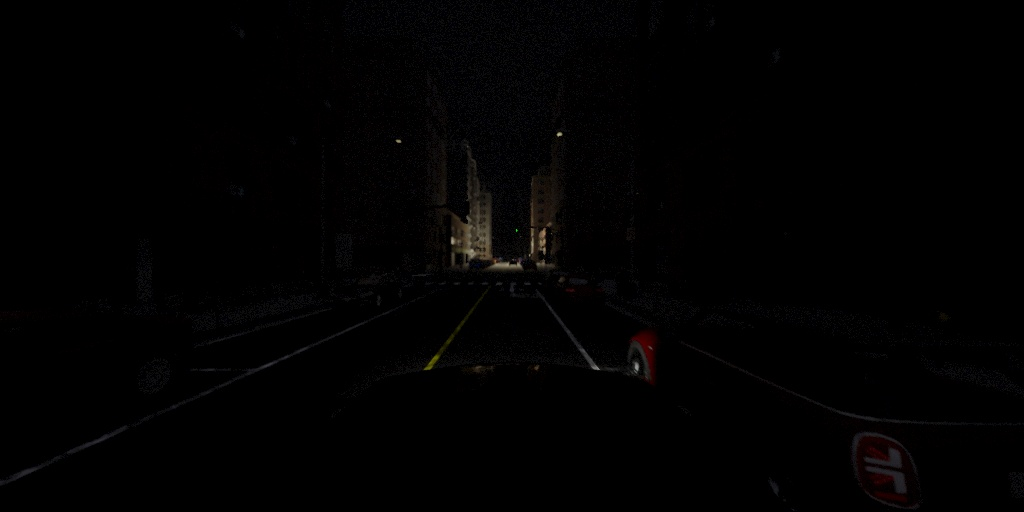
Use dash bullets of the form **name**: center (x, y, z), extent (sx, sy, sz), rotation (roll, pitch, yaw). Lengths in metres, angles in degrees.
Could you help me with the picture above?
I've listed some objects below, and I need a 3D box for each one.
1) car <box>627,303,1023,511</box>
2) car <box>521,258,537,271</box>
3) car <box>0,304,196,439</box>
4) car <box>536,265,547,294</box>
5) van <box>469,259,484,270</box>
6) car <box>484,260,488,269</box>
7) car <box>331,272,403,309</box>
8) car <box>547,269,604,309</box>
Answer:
- **car**: center (2.668, 1.197, 3.764), extent (1.967, 1.591, 4.097), rotation (0, 0, 0)
- **car**: center (2.806, 1.387, 55.196), extent (1.967, 1.591, 4.097), rotation (0, 0, 0)
- **car**: center (-5.858, 1.302, 3.755), extent (1.888, 1.381, 4.507), rotation (0, 0, 0)
- **car**: center (2.666, 1.368, 20.547), extent (2.007, 1.370, 4.403), rotation (0, 0, 0)
- **van**: center (-5.720, 1.288, 55.231), extent (1.690, 1.789, 3.998), rotation (0, 0, 0)
- **car**: center (-5.695, 1.409, 60.899), extent (1.967, 1.591, 4.097), rotation (0, 0, 0)
- **car**: center (-5.859, 1.347, 14.947), extent (2.007, 1.370, 4.403), rotation (0, 0, 0)
- **car**: center (2.667, 1.379, 14.953), extent (1.802, 1.307, 4.207), rotation (0, 0, 0)
